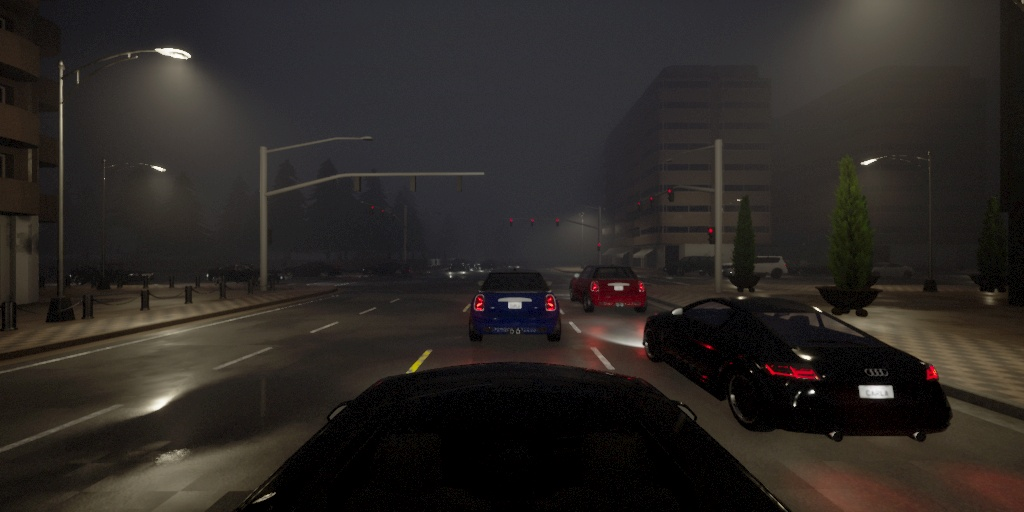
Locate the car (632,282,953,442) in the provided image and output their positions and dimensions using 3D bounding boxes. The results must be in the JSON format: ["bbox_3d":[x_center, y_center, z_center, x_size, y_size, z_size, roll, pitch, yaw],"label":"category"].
[{"bbox_3d":[3.606,1.312,5.557,1.994,1.385,4.181,0,0,0],"label":"car"}]

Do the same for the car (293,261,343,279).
[{"bbox_3d":[-18.250,1.269,32.926,5.008,1.535,1.882,0,0,0],"label":"car"}]

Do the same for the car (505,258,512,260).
[{"bbox_3d":[-2.039,1.215,61.999,2.128,1.511,4.902,0,0,15],"label":"car"}]

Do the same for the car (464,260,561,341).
[{"bbox_3d":[0.082,1.098,9.969,2.097,1.767,4.553,0,0,0],"label":"car"}]

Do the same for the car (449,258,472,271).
[{"bbox_3d":[-6.912,1.082,47.419,2.097,1.767,4.553,0,0,2],"label":"car"}]

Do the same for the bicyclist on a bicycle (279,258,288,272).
[{"bbox_3d":[-25.615,1.089,40.178,0.582,1.620,1.656,0,0,0],"label":"bicyclist on a bicycle"}]

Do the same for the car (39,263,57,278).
[{"bbox_3d":[-44.007,1.318,32.823,4.674,1.442,1.812,0,0,0],"label":"car"}]

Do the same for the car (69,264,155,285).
[{"bbox_3d":[-28.531,1.286,25.684,4.902,1.511,2.128,0,0,0],"label":"car"}]

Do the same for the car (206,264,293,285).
[{"bbox_3d":[-18.998,1.286,25.721,4.902,1.511,2.128,0,0,0],"label":"car"}]

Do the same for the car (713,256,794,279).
[{"bbox_3d":[22.165,1.013,33.084,5.566,2.045,2.150,0,0,0],"label":"car"}]

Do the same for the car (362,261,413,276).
[{"bbox_3d":[-12.635,1.294,36.448,4.892,1.490,1.837,0,0,0],"label":"car"}]

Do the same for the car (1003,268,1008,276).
[{"bbox_3d":[47.925,1.269,33.132,5.008,1.535,1.882,0,0,0],"label":"car"}]

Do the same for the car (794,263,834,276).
[{"bbox_3d":[30.368,1.391,36.615,4.718,1.301,1.895,0,0,0],"label":"car"}]

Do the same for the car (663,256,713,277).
[{"bbox_3d":[18.418,1.012,36.569,5.566,2.045,2.150,0,0,0],"label":"car"}]

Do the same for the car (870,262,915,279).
[{"bbox_3d":[34.288,1.317,33.122,4.674,1.442,1.812,0,0,0],"label":"car"}]

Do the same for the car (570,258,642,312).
[{"bbox_3d":[3.604,1.096,14.198,2.097,1.767,4.553,0,0,0],"label":"car"}]
